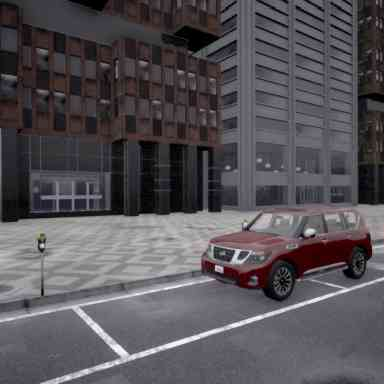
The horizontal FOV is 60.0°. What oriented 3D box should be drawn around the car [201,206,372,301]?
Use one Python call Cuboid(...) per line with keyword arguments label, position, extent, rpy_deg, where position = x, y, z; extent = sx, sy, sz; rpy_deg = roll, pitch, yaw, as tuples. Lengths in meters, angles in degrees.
Cuboid(label="car", position=(2.625, 1.315, 8.507), extent=(5.009, 1.841, 2.192), rpy_deg=(0, 0, -35))
